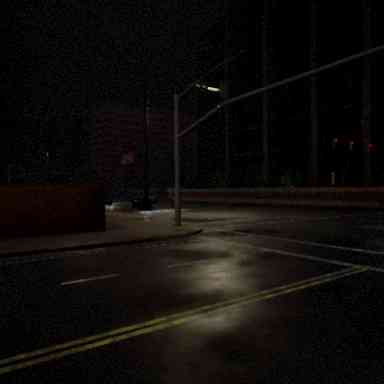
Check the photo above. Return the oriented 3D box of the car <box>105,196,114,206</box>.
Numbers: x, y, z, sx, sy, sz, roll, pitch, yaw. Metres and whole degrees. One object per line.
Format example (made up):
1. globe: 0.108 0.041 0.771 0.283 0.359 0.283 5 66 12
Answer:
1. car: -13.792 1.378 50.823 2.033 1.411 5.357 -1 0 -35

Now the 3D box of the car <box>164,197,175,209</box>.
1. car: -3.334 1.328 41.712 1.812 1.442 4.674 -1 0 -35

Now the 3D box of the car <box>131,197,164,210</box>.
1. car: -5.535 1.339 38.747 1.837 1.490 4.892 -1 0 -35

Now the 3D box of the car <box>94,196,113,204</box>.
1. car: -16.005 1.362 60.084 1.994 1.385 4.181 -1 0 -35
